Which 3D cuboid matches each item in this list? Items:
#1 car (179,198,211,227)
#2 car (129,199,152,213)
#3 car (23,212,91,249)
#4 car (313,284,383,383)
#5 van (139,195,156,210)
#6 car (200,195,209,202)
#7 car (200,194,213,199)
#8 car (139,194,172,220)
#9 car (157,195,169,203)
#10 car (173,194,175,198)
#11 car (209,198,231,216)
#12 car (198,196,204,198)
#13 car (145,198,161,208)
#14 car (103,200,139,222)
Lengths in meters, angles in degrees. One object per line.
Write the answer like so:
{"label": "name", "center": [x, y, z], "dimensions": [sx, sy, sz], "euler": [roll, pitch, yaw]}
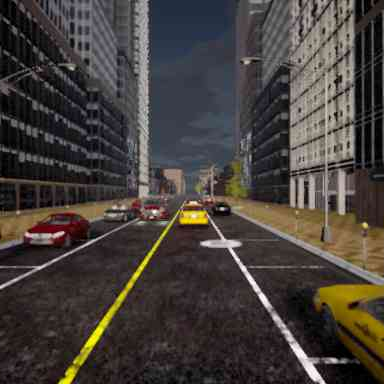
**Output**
{"label": "car", "center": [0.103, 1.441, 22.412], "dimensions": [1.801, 1.575, 5.366], "euler": [0, 0, 0]}
{"label": "car", "center": [-5.680, 1.518, 37.298], "dimensions": [1.887, 1.381, 4.507], "euler": [0, 0, 0]}
{"label": "car", "center": [-5.684, 1.574, 14.528], "dimensions": [1.802, 1.307, 4.206], "euler": [0, 0, 0]}
{"label": "car", "center": [2.694, 1.524, 3.301], "dimensions": [1.752, 1.417, 4.829], "euler": [0, 0, 0]}
{"label": "van", "center": [-5.678, 1.309, 42.991], "dimensions": [1.690, 1.788, 3.998], "euler": [0, 0, 0]}
{"label": "car", "center": [2.707, 1.460, 71.606], "dimensions": [1.752, 1.417, 4.829], "euler": [0, 0, 0]}
{"label": "car", "center": [2.705, 1.396, 54.359], "dimensions": [1.967, 1.590, 4.097], "euler": [0, 0, 0]}
{"label": "car", "center": [-3.068, 1.333, 27.637], "dimensions": [2.097, 1.767, 4.553], "euler": [0, 0, 0]}
{"label": "car", "center": [-5.674, 1.382, 65.759], "dimensions": [1.967, 1.590, 4.097], "euler": [0, 0, 0]}
{"label": "car", "center": [-5.672, 1.493, 77.144], "dimensions": [1.947, 1.339, 4.313], "euler": [0, 0, 0]}
{"label": "car", "center": [2.699, 1.545, 31.592], "dimensions": [1.947, 1.339, 4.313], "euler": [0, 0, 0]}
{"label": "car", "center": [0.109, 1.534, 41.155], "dimensions": [1.994, 1.385, 4.181], "euler": [0, 0, 0]}
{"label": "car", "center": [-5.678, 1.544, 48.683], "dimensions": [1.802, 1.307, 4.206], "euler": [0, 0, 0]}
{"label": "car", "center": [-5.682, 1.534, 25.914], "dimensions": [2.008, 1.369, 4.403], "euler": [0, 0, 0]}
